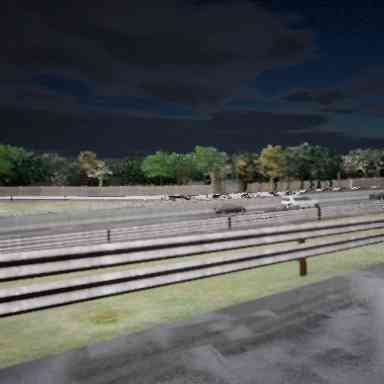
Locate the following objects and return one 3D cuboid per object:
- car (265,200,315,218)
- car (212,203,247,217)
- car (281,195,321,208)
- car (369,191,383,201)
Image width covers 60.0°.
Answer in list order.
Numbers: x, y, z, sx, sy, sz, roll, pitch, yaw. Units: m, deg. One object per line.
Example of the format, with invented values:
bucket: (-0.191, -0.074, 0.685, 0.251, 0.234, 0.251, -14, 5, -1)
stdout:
car: (10.713, 2.075, 37.467, 5.357, 1.411, 2.033, -4, 2, -24)
car: (4.761, 2.177, 42.465, 4.674, 1.442, 1.812, -4, 2, -24)
car: (13.941, 1.450, 42.755, 5.566, 2.045, 2.150, -4, 2, -24)
car: (31.057, 0.651, 54.292, 4.892, 1.490, 1.837, -3, 2, -24)
